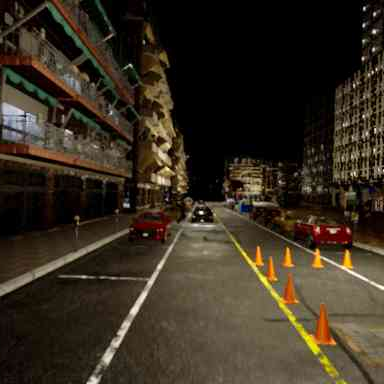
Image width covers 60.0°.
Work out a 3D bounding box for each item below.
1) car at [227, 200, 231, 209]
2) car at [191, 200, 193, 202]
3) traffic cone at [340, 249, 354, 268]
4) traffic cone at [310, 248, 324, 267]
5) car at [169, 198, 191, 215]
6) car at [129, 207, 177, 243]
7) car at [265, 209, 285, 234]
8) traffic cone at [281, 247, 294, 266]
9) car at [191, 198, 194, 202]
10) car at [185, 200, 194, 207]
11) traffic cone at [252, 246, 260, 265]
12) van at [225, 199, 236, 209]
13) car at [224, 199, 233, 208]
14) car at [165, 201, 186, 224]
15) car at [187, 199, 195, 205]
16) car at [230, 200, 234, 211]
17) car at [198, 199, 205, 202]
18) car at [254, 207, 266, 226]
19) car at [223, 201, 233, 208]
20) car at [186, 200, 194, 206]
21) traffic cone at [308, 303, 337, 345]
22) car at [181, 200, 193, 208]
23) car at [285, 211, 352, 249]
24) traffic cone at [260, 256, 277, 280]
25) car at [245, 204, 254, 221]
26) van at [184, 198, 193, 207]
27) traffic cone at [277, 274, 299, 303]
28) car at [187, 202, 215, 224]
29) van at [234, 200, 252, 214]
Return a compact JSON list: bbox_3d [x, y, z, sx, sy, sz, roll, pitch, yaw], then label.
[{"bbox_3d":[7.369,2.430,55.481,1.947,1.339,4.313,1,-1,2],"label":"car"},{"bbox_3d":[-1.291,2.022,44.654,2.008,1.369,4.403,1,-1,2],"label":"car"},{"bbox_3d":[5.248,2.241,11.251,0.340,0.580,0.340,2,-1,2],"label":"traffic cone"},{"bbox_3d":[4.249,2.210,11.277,0.340,0.580,0.340,2,-1,2],"label":"traffic cone"},{"bbox_3d":[-1.573,1.648,33.607,2.192,1.841,5.009,1,-1,2],"label":"car"},{"bbox_3d":[-2.009,1.674,17.031,1.887,1.381,4.507,1,-1,2],"label":"car"},{"bbox_3d":[6.513,1.976,22.505,1.752,1.417,4.829,1,-1,2],"label":"car"},{"bbox_3d":[3.250,2.180,11.303,0.340,0.580,0.340,2,-1,2],"label":"traffic cone"},{"bbox_3d":[-1.145,1.982,50.178,1.967,1.590,4.097,1,-1,2],"label":"car"},{"bbox_3d":[-0.575,2.413,72.274,1.802,1.307,4.206,1,-1,2],"label":"car"},{"bbox_3d":[2.251,2.150,11.330,0.340,0.580,0.340,2,-1,2],"label":"traffic cone"},{"bbox_3d":[7.661,2.351,66.533,1.690,1.788,3.998,1,-1,2],"label":"van"},{"bbox_3d":[7.515,2.377,61.006,1.967,1.590,4.097,1,-1,2],"label":"car"},{"bbox_3d":[-1.726,1.788,27.911,1.752,1.417,4.829,1,-1,2],"label":"car"},{"bbox_3d":[-0.144,2.620,88.847,1.947,1.339,4.313,1,-1,2],"label":"car"},{"bbox_3d":[7.231,2.321,50.126,1.752,1.417,4.829,1,-1,2],"label":"car"},{"bbox_3d":[2.661,2.740,93.006,2.033,1.411,5.357,2,-1,2],"label":"car"},{"bbox_3d":[6.651,2.098,27.859,1.802,1.307,4.206,1,-1,2],"label":"car"},{"bbox_3d":[7.804,2.610,72.223,1.752,1.417,4.829,1,-1,2],"label":"car"},{"bbox_3d":[-0.432,2.487,77.798,1.802,1.307,4.206,1,-1,2],"label":"car"},{"bbox_3d":[2.095,2.079,5.332,0.340,0.580,0.340,2,-1,2],"label":"traffic cone"},{"bbox_3d":[-0.860,2.230,61.226,1.887,1.381,4.507,1,-1,2],"label":"car"},{"bbox_3d":[6.367,1.822,16.811,1.967,1.590,4.097,1,-1,2],"label":"car"},{"bbox_3d":[2.199,2.126,9.331,0.340,0.580,0.340,2,-1,2],"label":"traffic cone"},{"bbox_3d":[6.794,2.167,33.383,1.802,1.307,4.206,1,-1,2],"label":"car"},{"bbox_3d":[-0.713,2.099,66.753,1.690,1.788,3.998,1,-1,2],"label":"van"},{"bbox_3d":[2.146,2.102,7.332,0.340,0.580,0.340,2,-1,2],"label":"traffic cone"},{"bbox_3d":[0.897,1.898,28.645,2.033,1.411,5.357,2,-1,2],"label":"car"},{"bbox_3d":[7.088,2.064,44.435,1.690,1.788,3.998,1,-1,2],"label":"van"}]
